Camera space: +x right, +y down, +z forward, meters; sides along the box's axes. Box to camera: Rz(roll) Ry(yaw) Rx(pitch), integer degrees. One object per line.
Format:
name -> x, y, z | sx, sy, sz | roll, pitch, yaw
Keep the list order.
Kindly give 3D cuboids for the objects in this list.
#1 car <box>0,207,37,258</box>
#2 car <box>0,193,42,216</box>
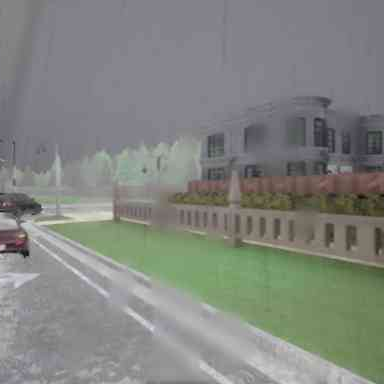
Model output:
car -> -6.971, 1.473, 11.776 | 1.812, 1.442, 4.674 | -1, 1, -34
car -> -14.286, 1.091, 26.846 | 2.150, 2.045, 5.566 | -2, 1, -1
